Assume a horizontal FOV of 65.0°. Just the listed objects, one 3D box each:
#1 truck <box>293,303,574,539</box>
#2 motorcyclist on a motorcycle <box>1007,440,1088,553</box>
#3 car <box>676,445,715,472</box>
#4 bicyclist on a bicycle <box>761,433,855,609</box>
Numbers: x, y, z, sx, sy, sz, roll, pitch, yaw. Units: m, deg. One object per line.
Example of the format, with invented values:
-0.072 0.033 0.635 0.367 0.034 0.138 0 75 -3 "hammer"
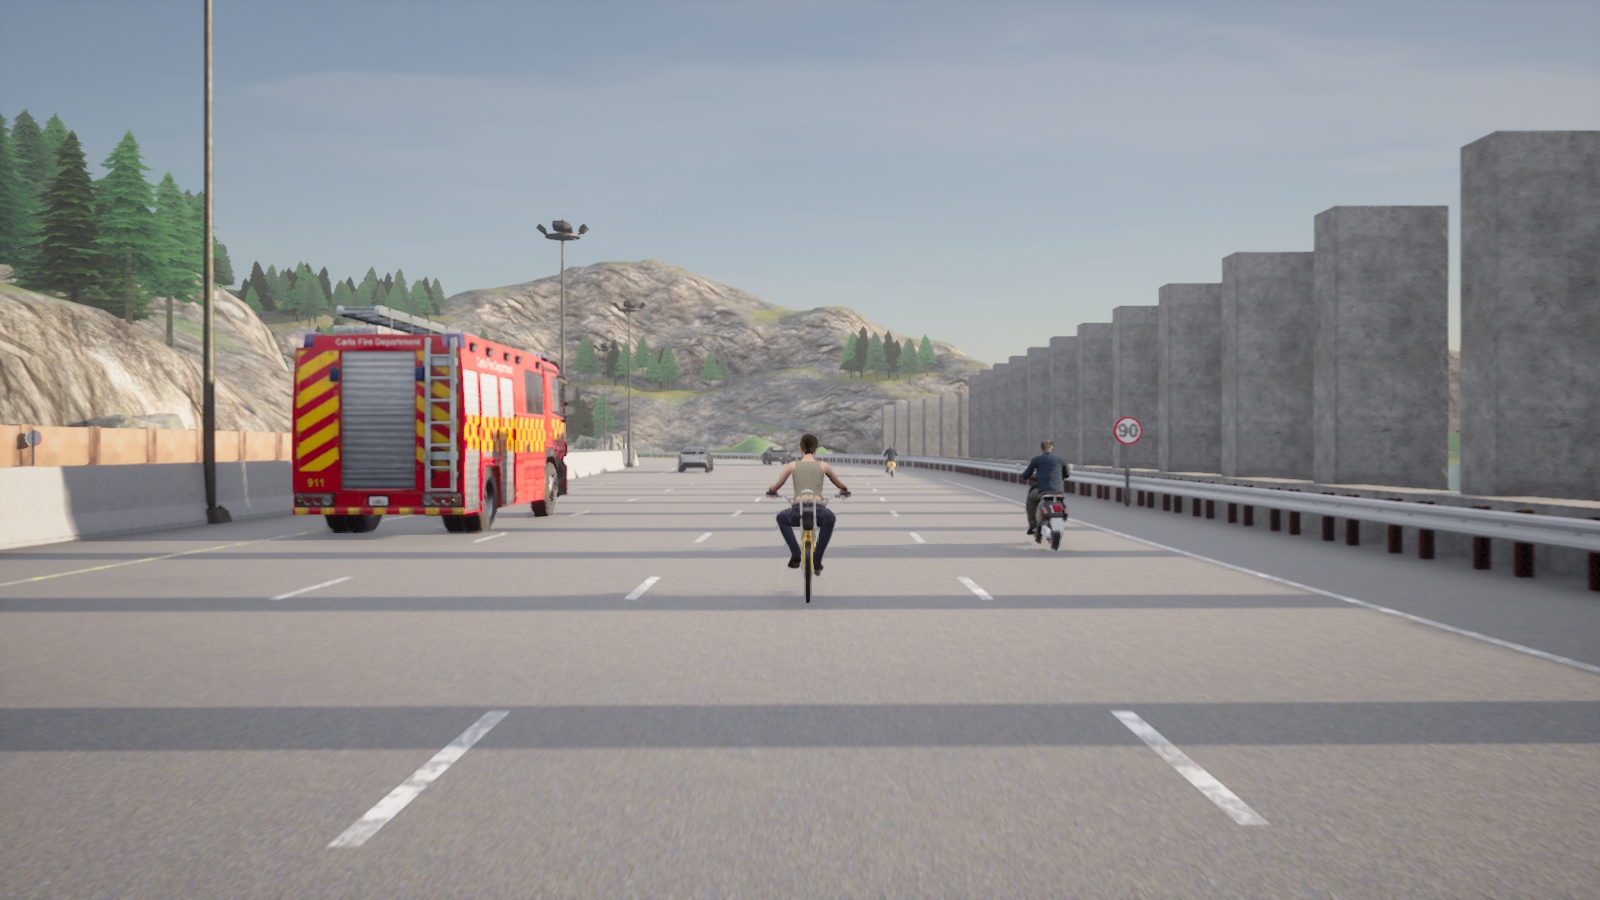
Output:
-6.741 -0.488 24.684 2.891 3.827 8.468 0 0 1 "truck"
3.645 0.654 18.633 0.866 1.590 1.817 0 0 1 "motorcyclist on a motorcycle"
-6.065 0.496 73.082 2.007 1.525 4.514 0 0 -1 "car"
0.081 0.652 12.285 0.866 1.612 1.509 0 0 1 "bicyclist on a bicycle"
